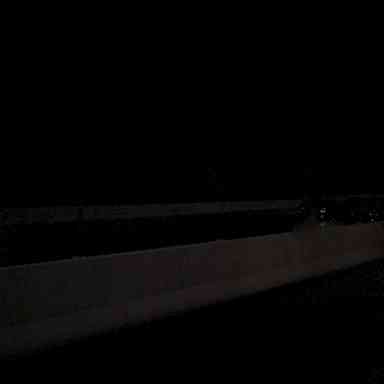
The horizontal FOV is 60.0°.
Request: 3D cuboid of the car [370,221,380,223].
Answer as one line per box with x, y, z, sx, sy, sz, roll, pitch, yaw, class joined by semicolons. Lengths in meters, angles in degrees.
13.203;1.482;24.203;5.008;1.535;1.882;0;0;-43;car
